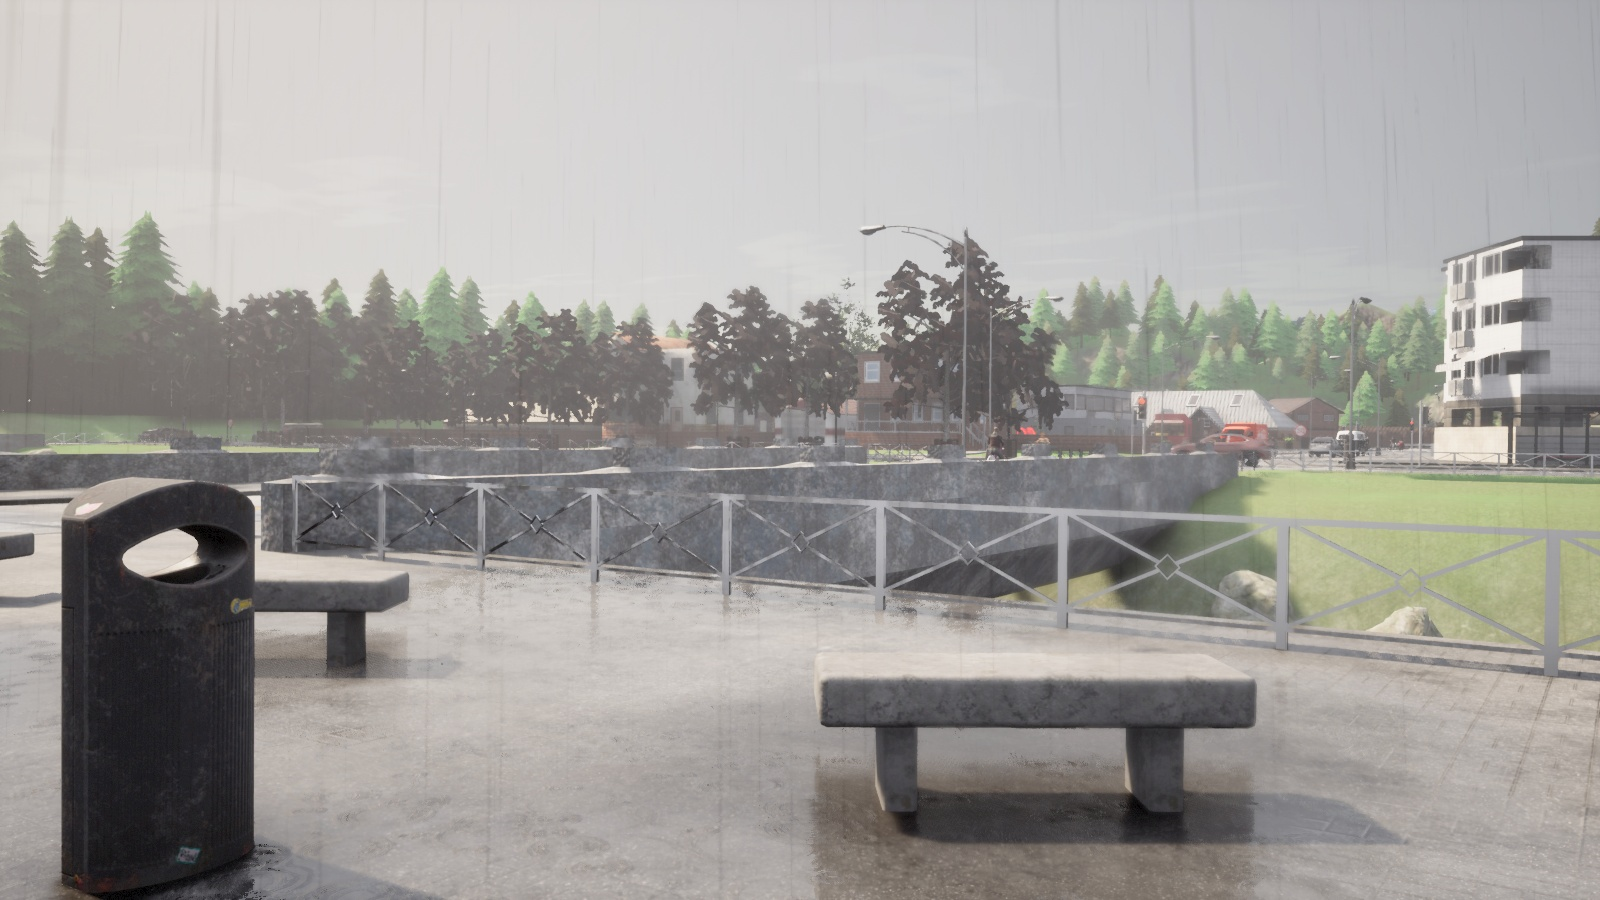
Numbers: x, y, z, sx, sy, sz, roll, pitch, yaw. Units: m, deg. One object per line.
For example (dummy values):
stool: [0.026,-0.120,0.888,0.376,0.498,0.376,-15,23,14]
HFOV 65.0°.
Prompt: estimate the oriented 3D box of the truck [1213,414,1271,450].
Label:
truck: [31.226,-1.248,88.597,2.627,2.467,5.204,0,1,34]

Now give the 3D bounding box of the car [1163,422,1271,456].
car: [20.874,-0.540,63.055,5.027,1.651,2.152,0,1,15]
